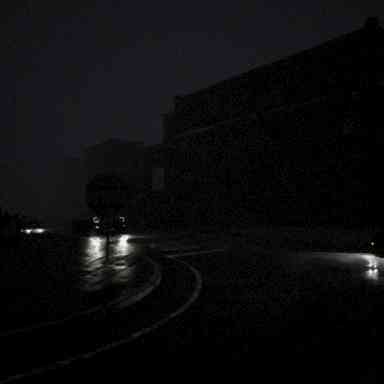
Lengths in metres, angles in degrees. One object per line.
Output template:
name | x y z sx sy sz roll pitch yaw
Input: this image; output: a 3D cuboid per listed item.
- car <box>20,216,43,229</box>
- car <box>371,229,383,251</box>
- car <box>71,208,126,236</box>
car | -17.851 3.369 36.734 1.994 1.385 4.181 1 -4 -36
car | 8.699 1.549 11.918 4.181 1.385 1.994 0 -1 -13
car | -5.834 1.728 20.568 2.097 1.767 4.553 1 -5 -37
